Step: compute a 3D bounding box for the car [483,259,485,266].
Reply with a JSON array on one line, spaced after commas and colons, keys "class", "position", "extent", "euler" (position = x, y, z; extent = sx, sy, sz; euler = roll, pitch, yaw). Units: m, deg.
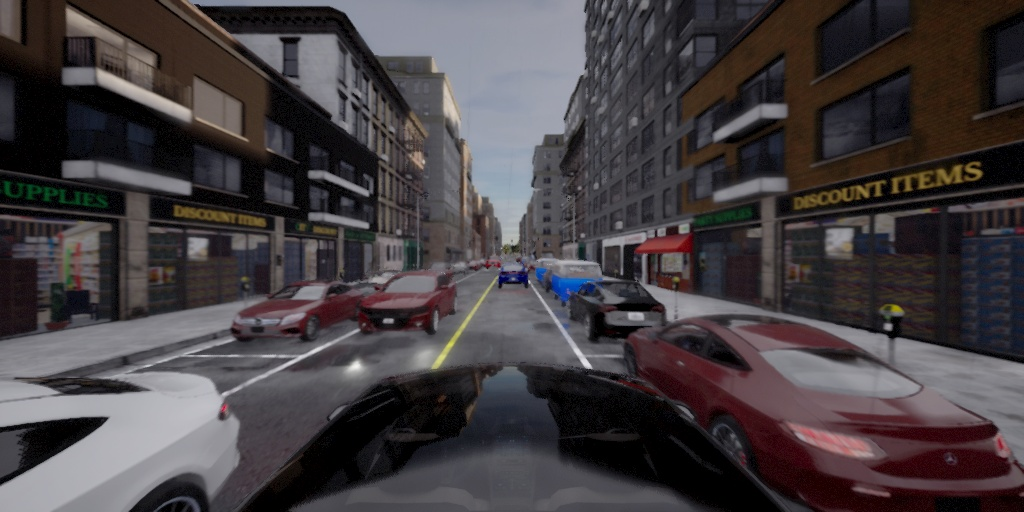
[{"class": "car", "position": [-5.439, 1.329, 53.781], "extent": [1.802, 1.307, 4.207], "euler": [0, 0, 0]}]

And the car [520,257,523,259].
[{"class": "car", "position": [2.586, 1.186, 53.790], "extent": [1.967, 1.591, 4.097], "euler": [0, 0, 0]}]

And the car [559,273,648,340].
[{"class": "car", "position": [2.629, 1.310, 9.703], "extent": [1.948, 1.339, 4.313], "euler": [0, 0, 0]}]

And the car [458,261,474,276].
[{"class": "car", "position": [-5.423, 1.294, 37.248], "extent": [2.007, 1.370, 4.403], "euler": [0, 0, 0]}]

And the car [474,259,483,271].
[{"class": "car", "position": [-5.434, 1.291, 48.270], "extent": [1.888, 1.381, 4.507], "euler": [0, 0, 0]}]

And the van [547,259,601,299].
[{"class": "van", "position": [2.624, 1.082, 15.213], "extent": [1.690, 1.789, 3.998], "euler": [0, 0, 0]}]

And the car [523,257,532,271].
[{"class": "car", "position": [2.597, 1.184, 42.767], "extent": [1.967, 1.591, 4.097], "euler": [0, 0, 0]}]

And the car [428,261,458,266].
[{"class": "car", "position": [-5.412, 1.181, 26.227], "extent": [1.967, 1.591, 4.097], "euler": [0, 0, 0]}]

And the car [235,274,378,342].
[{"class": "car", "position": [-5.396, 1.327, 9.695], "extent": [1.802, 1.307, 4.207], "euler": [0, 0, 0]}]

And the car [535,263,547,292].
[{"class": "car", "position": [2.618, 1.291, 20.724], "extent": [2.007, 1.370, 4.403], "euler": [0, 0, 0]}]

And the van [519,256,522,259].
[{"class": "van", "position": [2.575, 1.088, 64.811], "extent": [1.690, 1.789, 3.998], "euler": [0, 0, 0]}]

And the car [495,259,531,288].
[{"class": "car", "position": [0.078, 1.218, 24.084], "extent": [1.882, 1.535, 5.008], "euler": [0, 0, 0]}]

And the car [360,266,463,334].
[{"class": "car", "position": [-2.847, 1.222, 10.770], "extent": [1.882, 1.535, 5.008], "euler": [0, 0, 0]}]

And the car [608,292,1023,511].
[{"class": "car", "position": [2.635, 1.330, 4.193], "extent": [1.802, 1.307, 4.207], "euler": [0, 0, 0]}]

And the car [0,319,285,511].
[{"class": "car", "position": [-2.849, 1.277, 0.712], "extent": [1.812, 1.442, 4.674], "euler": [0, 0, 0]}]

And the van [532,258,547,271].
[{"class": "van", "position": [2.613, 1.081, 26.234], "extent": [1.690, 1.789, 3.998], "euler": [0, 0, 0]}]

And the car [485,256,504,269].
[{"class": "car", "position": [-2.814, 0.973, 55.236], "extent": [2.150, 2.045, 5.566], "euler": [0, 0, 0]}]
